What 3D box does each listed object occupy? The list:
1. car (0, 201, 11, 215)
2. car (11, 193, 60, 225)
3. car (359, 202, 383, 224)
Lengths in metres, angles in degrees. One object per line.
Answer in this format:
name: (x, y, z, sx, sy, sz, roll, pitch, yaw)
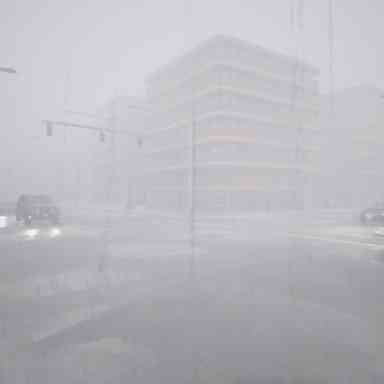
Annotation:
car: (-19.080, 1.603, 34.803, 1.895, 1.301, 4.718, 0, 0, -36)
car: (-11.411, 1.224, 24.399, 2.150, 2.045, 5.566, 0, 0, -36)
car: (13.818, 1.494, 23.663, 4.902, 1.511, 2.128, 0, 0, -35)
